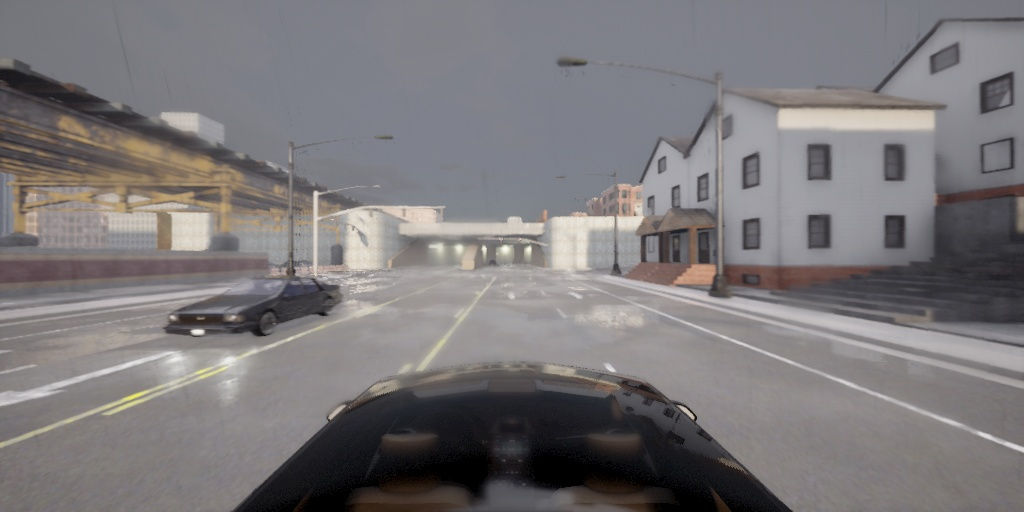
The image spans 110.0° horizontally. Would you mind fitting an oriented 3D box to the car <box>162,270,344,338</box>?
[{"bbox_3d":[-6.997,1.310,10.649,2.033,1.411,5.357,0,0,0],"label":"car"}]
